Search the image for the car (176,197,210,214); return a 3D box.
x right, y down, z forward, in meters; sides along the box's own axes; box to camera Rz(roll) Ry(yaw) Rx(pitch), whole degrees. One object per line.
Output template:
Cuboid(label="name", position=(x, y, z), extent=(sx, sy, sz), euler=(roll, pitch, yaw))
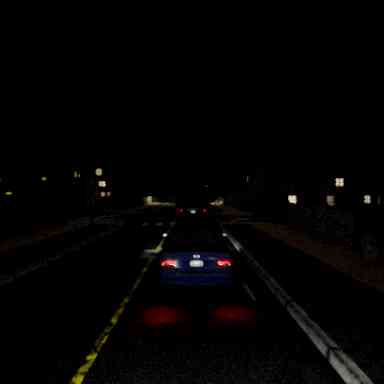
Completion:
Cuboid(label="car", position=(0.062, 1.326, 23.008), extent=(2.150, 2.045, 5.566), euler=(0, 0, 0))

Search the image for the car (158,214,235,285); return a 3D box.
Cuboid(label="car", position=(0.086, 1.590, 9.638), extent=(2.033, 1.411, 5.357), euler=(0, 0, 0))
